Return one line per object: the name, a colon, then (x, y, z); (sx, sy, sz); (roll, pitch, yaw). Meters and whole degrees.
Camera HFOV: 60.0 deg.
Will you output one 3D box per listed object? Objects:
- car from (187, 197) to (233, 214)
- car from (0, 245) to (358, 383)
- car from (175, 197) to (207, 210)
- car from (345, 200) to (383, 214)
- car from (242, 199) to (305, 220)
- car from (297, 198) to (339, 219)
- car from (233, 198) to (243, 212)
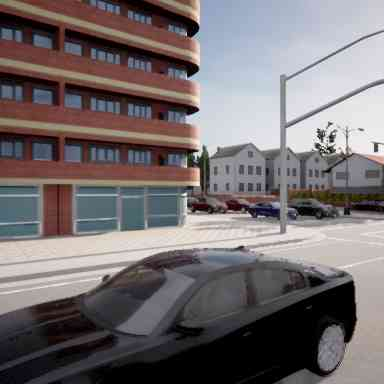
car: (1.795, 1.352, 35.374); (2.097, 1.767, 4.553); (0, 0, -34)
car: (-0.016, 1.477, 3.982); (5.008, 1.535, 1.882); (0, 0, -36)
car: (-0.210, 1.505, 44.434); (1.837, 1.490, 4.892); (0, 0, -35)
car: (19.502, 1.547, 36.265); (2.033, 1.411, 5.357); (0, 0, -33)
car: (6.792, 1.526, 28.178); (1.812, 1.442, 4.674); (0, 0, -35)
car: (10.427, 1.352, 29.072); (2.097, 1.767, 4.553); (0, 0, -35)
car: (5.174, 1.478, 36.646); (1.882, 1.535, 5.008); (0, 0, -35)
